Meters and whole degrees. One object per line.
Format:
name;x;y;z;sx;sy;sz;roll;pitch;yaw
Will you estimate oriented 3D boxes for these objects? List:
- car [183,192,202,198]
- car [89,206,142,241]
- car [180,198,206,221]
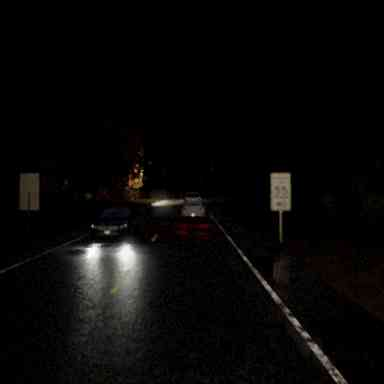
car;0.092;1.060;41.780;2.150;2.045;5.566;0;0;0
car;-3.592;1.443;16.422;1.812;1.442;4.674;0;0;0
car;0.082;1.408;25.815;1.812;1.442;4.674;0;0;0
